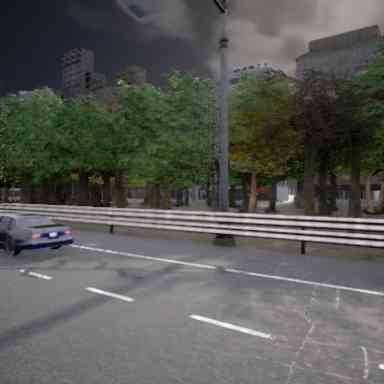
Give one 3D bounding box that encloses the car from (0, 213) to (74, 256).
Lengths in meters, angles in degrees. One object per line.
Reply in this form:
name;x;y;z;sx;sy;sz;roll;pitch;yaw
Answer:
car;-6.904;1.545;13.104;5.357;1.411;2.033;0;0;36
